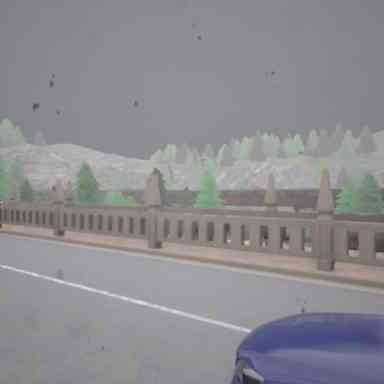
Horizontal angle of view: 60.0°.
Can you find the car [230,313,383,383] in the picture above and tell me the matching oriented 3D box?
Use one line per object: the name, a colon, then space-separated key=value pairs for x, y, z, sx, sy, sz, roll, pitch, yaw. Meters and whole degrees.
car: x=2.501 y=1.526 z=2.209 sx=4.674 sy=1.442 sz=1.812 roll=0 pitch=0 yaw=35
